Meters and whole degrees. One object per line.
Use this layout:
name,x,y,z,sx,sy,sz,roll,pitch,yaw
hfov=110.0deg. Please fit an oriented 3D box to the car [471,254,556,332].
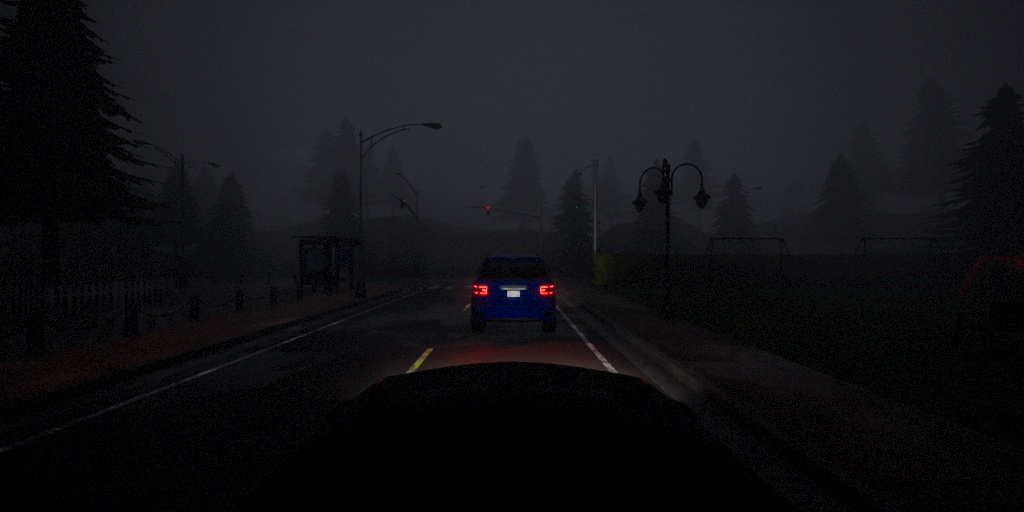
car,0.057,0.971,10.993,2.150,2.045,5.566,0,0,0
